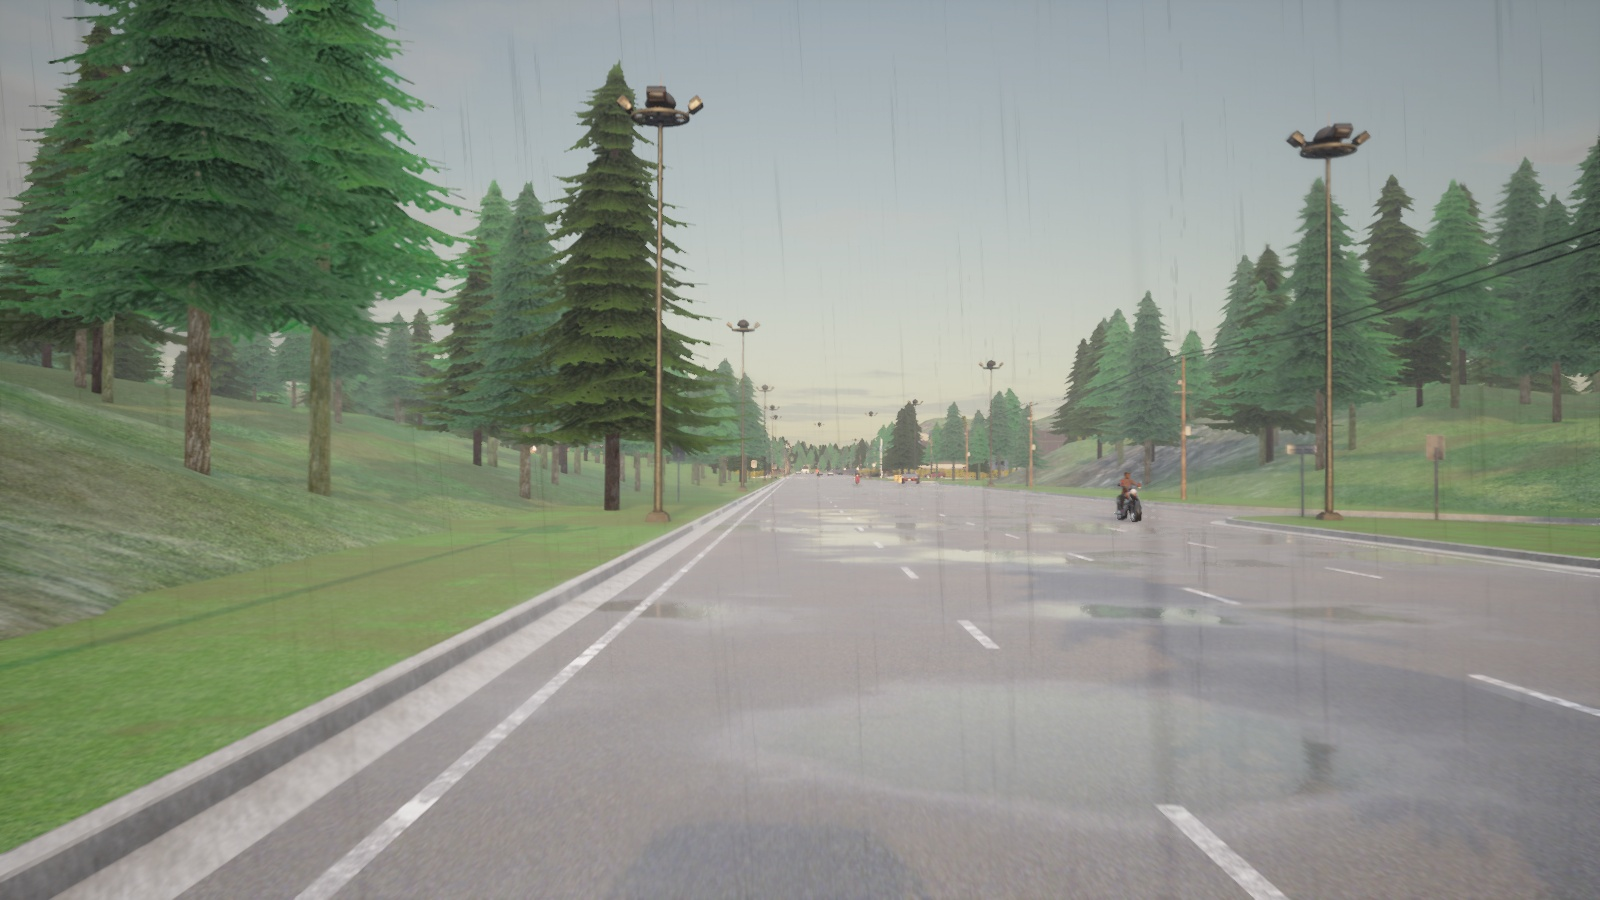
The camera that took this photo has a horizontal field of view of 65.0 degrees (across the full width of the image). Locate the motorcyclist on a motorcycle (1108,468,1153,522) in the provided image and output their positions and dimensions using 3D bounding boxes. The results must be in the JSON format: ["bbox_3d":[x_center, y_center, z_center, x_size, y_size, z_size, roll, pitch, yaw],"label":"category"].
[{"bbox_3d":[10.391,1.385,39.544,0.766,1.649,2.350,0,-1,0],"label":"motorcyclist on a motorcycle"}]
